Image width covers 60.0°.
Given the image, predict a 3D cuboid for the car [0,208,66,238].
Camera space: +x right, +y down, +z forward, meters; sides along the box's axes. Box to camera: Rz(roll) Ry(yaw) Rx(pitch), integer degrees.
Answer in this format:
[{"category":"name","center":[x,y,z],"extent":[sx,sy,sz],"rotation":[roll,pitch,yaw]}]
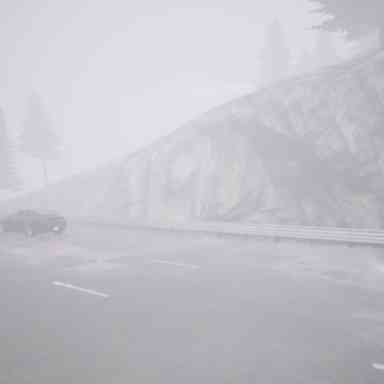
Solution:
[{"category":"car","center":[-9.215,1.681,19.026],"extent":[4.892,1.490,1.837],"rotation":[0,0,35]}]
